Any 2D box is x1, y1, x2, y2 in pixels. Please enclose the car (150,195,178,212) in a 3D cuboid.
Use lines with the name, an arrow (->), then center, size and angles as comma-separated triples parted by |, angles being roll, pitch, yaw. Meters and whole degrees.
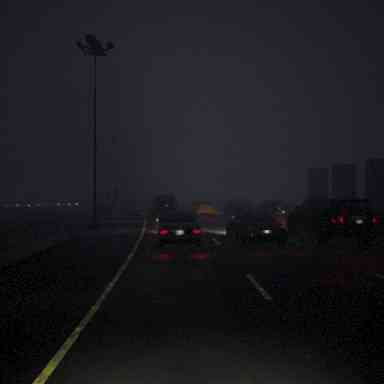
car -> -2.575, 1.255, 30.413 | 2.150, 2.045, 5.566 | 0, 0, -10

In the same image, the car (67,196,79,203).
car -> -23.793, 1.509, 66.438 | 1.994, 1.385, 4.181 | 0, 0, -22

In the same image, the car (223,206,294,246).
car -> 2.844, 1.570, 15.362 | 1.994, 1.385, 4.181 | 0, 0, -5

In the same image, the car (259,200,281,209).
car -> 7.784, 1.514, 32.127 | 1.837, 1.490, 4.892 | 0, 0, -10

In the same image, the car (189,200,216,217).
car -> 0.881, 1.482, 30.964 | 1.882, 1.535, 5.008 | 0, 0, -10

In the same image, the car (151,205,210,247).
car -> -0.644, 1.560, 15.070 | 2.033, 1.411, 5.357 | 0, 0, -5

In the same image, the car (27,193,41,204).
car -> -30.202, 1.191, 63.622 | 2.150, 2.045, 5.566 | 0, 0, -22

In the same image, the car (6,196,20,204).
car -> -33.424, 1.448, 62.256 | 1.882, 1.535, 5.008 | 0, 0, -22

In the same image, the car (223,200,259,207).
car -> 4.332, 1.482, 31.546 | 1.882, 1.535, 5.008 | 0, 0, -10

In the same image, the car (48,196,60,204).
car -> -27.003, 1.439, 65.044 | 1.882, 1.535, 5.008 | 0, 0, -22

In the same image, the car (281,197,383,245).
car -> 6.329, 1.255, 15.684 | 2.150, 2.045, 5.566 | 0, 0, -5
